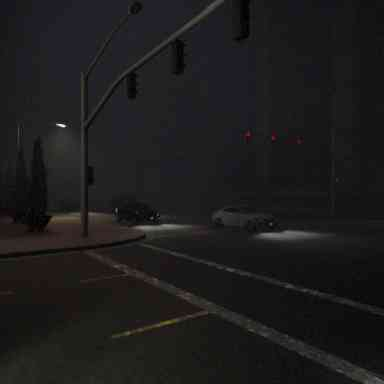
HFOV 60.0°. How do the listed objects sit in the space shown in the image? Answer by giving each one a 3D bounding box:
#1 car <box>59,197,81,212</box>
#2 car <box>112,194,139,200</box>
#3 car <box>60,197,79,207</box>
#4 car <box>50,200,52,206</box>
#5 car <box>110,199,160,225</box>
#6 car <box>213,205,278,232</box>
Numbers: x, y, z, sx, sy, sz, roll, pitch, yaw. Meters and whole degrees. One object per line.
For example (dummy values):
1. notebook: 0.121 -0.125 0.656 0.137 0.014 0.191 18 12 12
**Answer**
1. car: -14.273 1.656 39.611 1.895 1.301 4.718 0 0 -35
2. car: -6.773 1.276 34.968 2.150 2.045 5.566 0 0 -35
3. car: -19.919 1.581 53.956 1.812 1.442 4.674 0 0 -34
4. car: -24.144 1.418 53.933 2.097 1.767 4.553 0 0 -35
5. car: -4.172 1.559 25.121 1.837 1.490 4.892 0 0 -35
6. car: 3.155 1.567 20.749 1.812 1.442 4.674 0 -1 -35
